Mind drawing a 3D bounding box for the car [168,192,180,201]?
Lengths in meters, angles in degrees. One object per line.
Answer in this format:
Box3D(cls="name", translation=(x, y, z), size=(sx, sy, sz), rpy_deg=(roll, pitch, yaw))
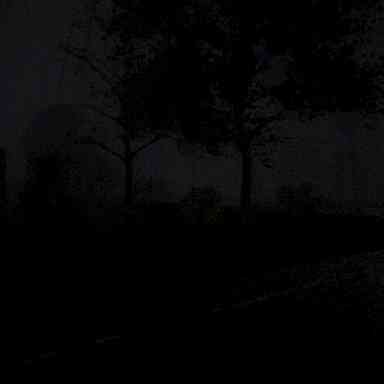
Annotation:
Box3D(cls="car", translation=(-3.649, 0.880, 66.154), size=(2.097, 1.767, 4.553), rpy_deg=(-1, 1, -35))
